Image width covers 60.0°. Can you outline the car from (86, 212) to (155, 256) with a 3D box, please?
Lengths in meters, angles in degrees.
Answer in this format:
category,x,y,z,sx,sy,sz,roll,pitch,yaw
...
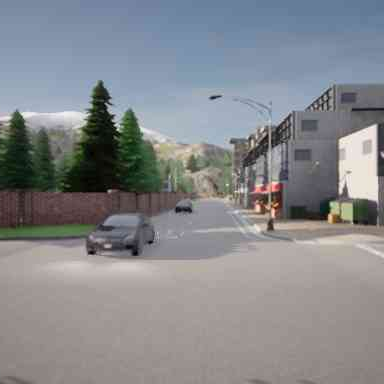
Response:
category,x,y,z,sx,sy,sz,roll,pitch,yaw
car,-2.656,1.554,13.420,1.812,1.442,4.674,0,0,4

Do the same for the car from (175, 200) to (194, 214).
category,x,y,z,sx,sy,sz,roll,pitch,yaw
car,-0.877,1.713,38.989,1.882,1.535,5.008,0,0,4
